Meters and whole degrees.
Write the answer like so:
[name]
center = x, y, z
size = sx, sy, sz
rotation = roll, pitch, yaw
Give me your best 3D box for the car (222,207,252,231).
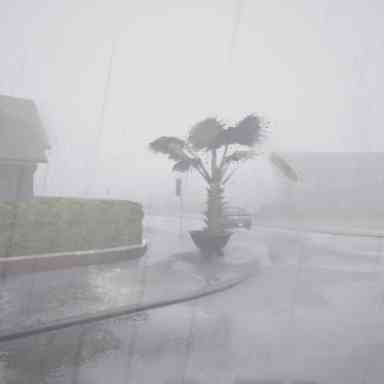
[car]
center = 2.475, 1.708, 21.861
size = 2.128, 1.511, 4.902
rotation = 0, -1, -9
